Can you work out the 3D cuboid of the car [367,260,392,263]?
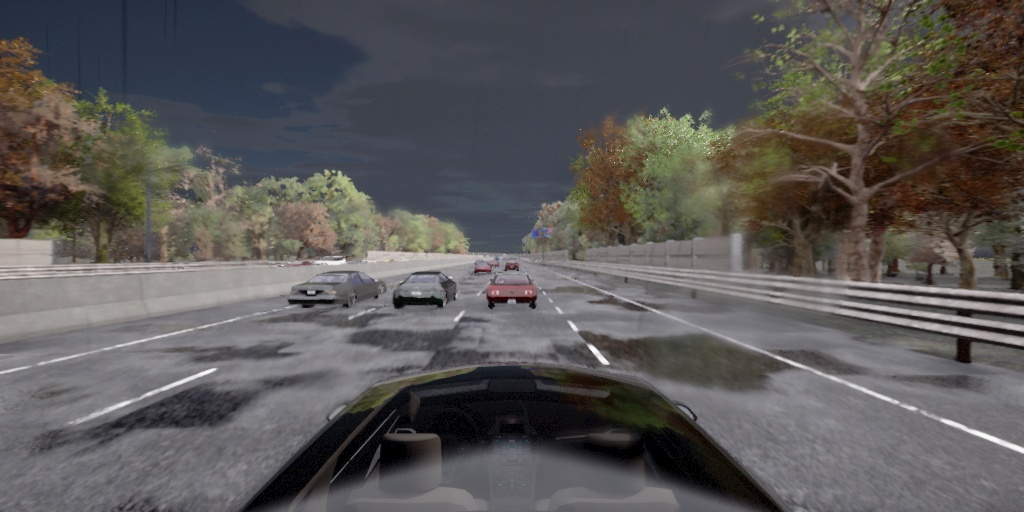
[{"bbox_3d":[-17.555,1.295,48.989,1.882,1.535,5.008,0,0,1],"label":"car"}]

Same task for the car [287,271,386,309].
[{"bbox_3d":[-7.001,1.317,15.013,2.033,1.411,5.357,0,0,0],"label":"car"}]

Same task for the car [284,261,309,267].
[{"bbox_3d":[-28.037,1.343,47.336,1.812,1.442,4.674,0,0,1],"label":"car"}]

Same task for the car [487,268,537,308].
[{"bbox_3d":[-0.002,1.369,15.295,1.895,1.301,4.718,0,0,0],"label":"car"}]

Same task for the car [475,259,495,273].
[{"bbox_3d":[-3.505,1.373,44.347,1.994,1.385,4.181,0,0,0],"label":"car"}]

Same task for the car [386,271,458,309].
[{"bbox_3d":[-3.501,1.333,15.120,1.994,1.385,4.181,0,0,0],"label":"car"}]

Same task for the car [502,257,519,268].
[{"bbox_3d":[-0.008,1.296,50.741,1.882,1.535,5.008,0,0,0],"label":"car"}]

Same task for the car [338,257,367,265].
[{"bbox_3d":[-21.064,1.310,48.775,2.128,1.511,4.902,0,0,0],"label":"car"}]

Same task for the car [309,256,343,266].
[{"bbox_3d":[-24.546,1.032,48.657,2.150,2.045,5.566,0,0,1],"label":"car"}]
